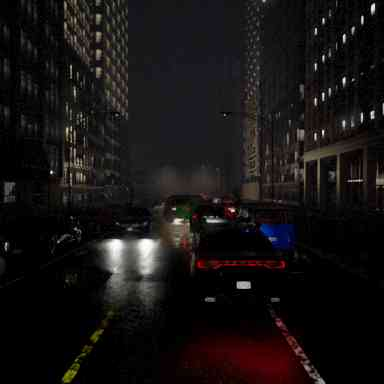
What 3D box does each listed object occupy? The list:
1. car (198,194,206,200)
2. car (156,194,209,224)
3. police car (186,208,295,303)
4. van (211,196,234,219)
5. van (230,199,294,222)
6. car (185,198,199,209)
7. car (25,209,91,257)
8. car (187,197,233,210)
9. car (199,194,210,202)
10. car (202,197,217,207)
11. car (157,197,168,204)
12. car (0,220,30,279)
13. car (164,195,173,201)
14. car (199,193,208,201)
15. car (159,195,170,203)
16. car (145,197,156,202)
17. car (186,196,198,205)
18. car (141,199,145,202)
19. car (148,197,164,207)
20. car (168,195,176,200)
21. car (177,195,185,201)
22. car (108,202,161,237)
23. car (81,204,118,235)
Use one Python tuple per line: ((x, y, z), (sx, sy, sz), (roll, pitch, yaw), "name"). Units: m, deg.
((2.759, 1.414, 92.512), (1.967, 1.590, 4.097), (-1, 0, 0), "car")
((-0.123, 1.214, 24.673), (2.150, 2.045, 5.566), (-1, 0, 24), "car")
((0.906, 1.423, 8.398), (1.930, 1.638, 5.238), (0, 0, 0), "police car")
((2.705, 1.334, 29.991), (1.690, 1.788, 3.998), (-1, 0, 0), "van")
((2.691, 1.338, 12.940), (1.690, 1.788, 3.998), (-1, 0, 0), "van")
((0.055, 1.590, 46.010), (1.895, 1.301, 4.718), (0, 0, 1), "car")
((-5.688, 1.563, 12.947), (1.947, 1.339, 4.313), (-1, 0, 0), "car")
((0.913, 1.347, 18.259), (2.097, 1.767, 4.553), (0, 0, 0), "car")
((2.743, 1.295, 75.461), (2.192, 1.841, 5.009), (-1, 0, 0), "car")
((2.726, 1.538, 52.725), (2.008, 1.369, 4.403), (-1, 0, 0), "car")
((-5.645, 1.566, 64.100), (1.802, 1.307, 4.206), (-1, 0, 0), "car")
((-5.693, 1.549, 7.264), (2.008, 1.369, 4.403), (-1, 0, 0), "car")
((-5.631, 1.504, 80.981), (1.752, 1.417, 4.829), (-1, 0, 0), "car")
((2.747, 1.293, 81.145), (2.192, 1.841, 5.009), (-1, 0, 0), "car")
((-5.641, 1.422, 69.784), (1.967, 1.590, 4.097), (-1, 0, 0), "car")
((-5.664, 1.541, 41.366), (2.008, 1.369, 4.403), (-1, 0, 0), "car")
((0.049, 1.477, 59.299), (2.128, 1.511, 4.902), (0, 0, 0), "car")
((-5.673, 1.575, 29.998), (1.802, 1.307, 4.206), (-1, 0, 0), "car")
((-5.654, 1.538, 52.733), (2.008, 1.369, 4.403), (-1, 0, 0), "car")
((-5.621, 1.540, 92.519), (1.947, 1.339, 4.313), (-1, 0, 0), "car")
((-2.927, 1.577, 87.782), (1.895, 1.301, 4.718), (0, 0, 0), "car")
((-2.984, 1.521, 18.306), (1.812, 1.442, 4.674), (0, 0, 0), "car")
((-5.683, 1.540, 18.631), (1.887, 1.381, 4.507), (-1, 0, 0), "car")
